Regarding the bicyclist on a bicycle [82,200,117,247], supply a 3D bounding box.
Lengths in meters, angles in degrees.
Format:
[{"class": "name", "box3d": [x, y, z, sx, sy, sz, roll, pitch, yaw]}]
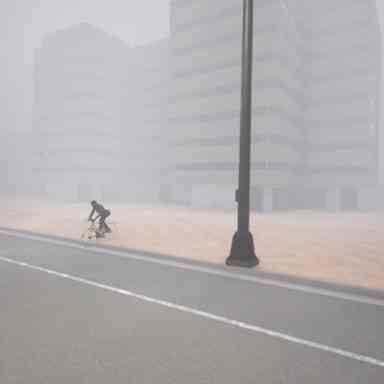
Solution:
[{"class": "bicyclist on a bicycle", "box3d": [-3.350, 1.076, 12.010, 0.582, 1.620, 1.656, 2, 9, 35]}]
